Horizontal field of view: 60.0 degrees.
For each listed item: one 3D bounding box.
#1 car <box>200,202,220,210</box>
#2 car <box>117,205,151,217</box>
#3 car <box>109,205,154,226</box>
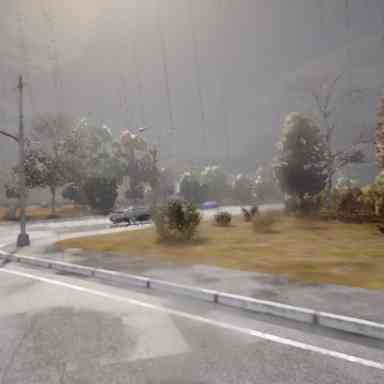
[{"bbox_3d":[3.199,2.453,59.565,1.882,1.535,5.008,-3,-2,32],"label":"car"},{"bbox_3d":[-7.405,2.400,42.826,1.994,1.385,4.181,-3,-2,32],"label":"car"},{"bbox_3d":[-4.630,1.891,27.506,2.128,1.511,4.902,-3,-1,33],"label":"car"}]
